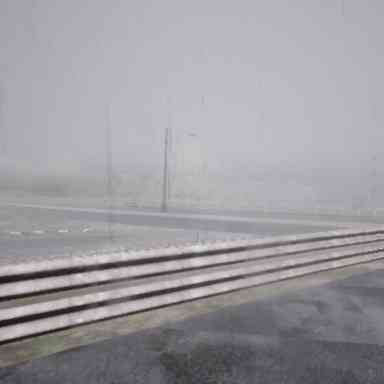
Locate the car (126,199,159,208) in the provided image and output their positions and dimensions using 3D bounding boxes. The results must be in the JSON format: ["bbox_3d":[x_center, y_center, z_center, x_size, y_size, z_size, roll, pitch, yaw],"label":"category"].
[{"bbox_3d":[-8.194,1.877,52.220,4.902,1.511,2.128,1,-2,31],"label":"car"}]

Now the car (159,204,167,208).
[{"bbox_3d":[-6.414,2.008,55.231,5.008,1.535,1.882,1,-2,31],"label":"car"}]
